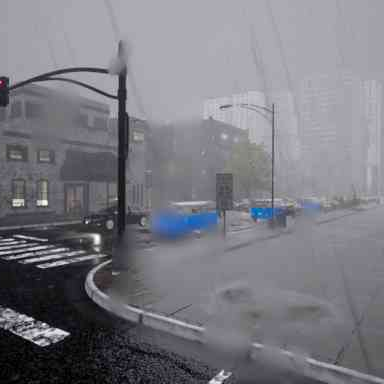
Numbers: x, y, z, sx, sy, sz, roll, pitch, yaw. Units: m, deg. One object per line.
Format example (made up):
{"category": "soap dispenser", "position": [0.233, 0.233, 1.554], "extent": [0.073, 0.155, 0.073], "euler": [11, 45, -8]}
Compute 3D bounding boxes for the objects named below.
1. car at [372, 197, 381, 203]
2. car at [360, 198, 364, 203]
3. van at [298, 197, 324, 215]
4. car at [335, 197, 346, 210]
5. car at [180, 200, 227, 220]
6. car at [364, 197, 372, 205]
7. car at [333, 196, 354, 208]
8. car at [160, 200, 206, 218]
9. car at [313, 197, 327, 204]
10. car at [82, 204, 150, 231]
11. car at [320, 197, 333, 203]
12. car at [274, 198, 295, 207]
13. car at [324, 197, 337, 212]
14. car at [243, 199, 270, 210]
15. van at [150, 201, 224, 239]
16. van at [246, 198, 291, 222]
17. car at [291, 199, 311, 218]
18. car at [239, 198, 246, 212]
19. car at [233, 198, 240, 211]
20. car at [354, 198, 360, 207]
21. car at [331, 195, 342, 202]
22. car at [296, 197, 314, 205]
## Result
{"category": "car", "position": [44.196, 1.900, 80.984], "extent": [1.947, 1.339, 4.313], "euler": [0, 0, 35]}
{"category": "car", "position": [28.461, 1.748, 58.506], "extent": [1.752, 1.417, 4.829], "euler": [0, 0, 35]}
{"category": "van", "position": [12.531, 1.469, 35.749], "extent": [1.690, 1.788, 3.998], "euler": [0, 0, 35]}
{"category": "car", "position": [18.863, 1.729, 44.796], "extent": [1.947, 1.339, 4.313], "euler": [0, 0, 35]}
{"category": "car", "position": [1.148, 1.556, 29.580], "extent": [1.837, 1.490, 4.892], "euler": [1, 0, 35]}
{"category": "car", "position": [34.696, 1.810, 67.414], "extent": [1.887, 1.381, 4.507], "euler": [0, 0, 35]}
{"category": "car", "position": [22.032, 1.497, 49.320], "extent": [2.192, 1.841, 5.009], "euler": [0, 0, 35]}
{"category": "car", "position": [-0.755, 1.558, 31.383], "extent": [1.752, 1.417, 4.829], "euler": [0, 0, 35]}
{"category": "car", "position": [27.744, 1.729, 72.095], "extent": [1.752, 1.417, 4.829], "euler": [0, 0, 35]}
{"category": "car", "position": [-4.699, 1.529, 21.230], "extent": [1.837, 1.490, 4.892], "euler": [1, 0, 35]}
{"category": "car", "position": [31.007, 1.792, 76.758], "extent": [1.947, 1.339, 4.313], "euler": [0, 0, 35]}
{"category": "car", "position": [15.175, 1.666, 54.140], "extent": [1.887, 1.381, 4.507], "euler": [0, 0, 35]}
{"category": "car", "position": [15.795, 1.671, 40.412], "extent": [1.752, 1.417, 4.829], "euler": [0, 0, 35]}
{"category": "car", "position": [8.842, 1.629, 45.094], "extent": [1.887, 1.381, 4.507], "euler": [0, 0, 35]}
{"category": "van", "position": [-0.135, 1.407, 17.655], "extent": [1.690, 1.788, 3.998], "euler": [0, 0, 35]}
{"category": "van", "position": [6.198, 1.436, 26.702], "extent": [1.690, 1.788, 3.998], "euler": [0, 0, 35]}
{"category": "car", "position": [9.363, 1.656, 31.225], "extent": [1.887, 1.381, 4.507], "euler": [0, 0, 35]}
{"category": "car", "position": [7.723, 1.611, 38.943], "extent": [1.812, 1.442, 4.674], "euler": [1, 0, 35]}
{"category": "car", "position": [5.677, 1.507, 40.570], "extent": [1.967, 1.590, 4.097], "euler": [0, 0, 35]}
{"category": "car", "position": [25.198, 1.517, 53.844], "extent": [2.192, 1.841, 5.009], "euler": [0, 0, 35]}
{"category": "car", "position": [37.341, 1.713, 85.805], "extent": [1.967, 1.590, 4.097], "euler": [0, 0, 35]}
{"category": "car", "position": [21.508, 1.706, 63.187], "extent": [1.887, 1.381, 4.507], "euler": [0, 0, 35]}
